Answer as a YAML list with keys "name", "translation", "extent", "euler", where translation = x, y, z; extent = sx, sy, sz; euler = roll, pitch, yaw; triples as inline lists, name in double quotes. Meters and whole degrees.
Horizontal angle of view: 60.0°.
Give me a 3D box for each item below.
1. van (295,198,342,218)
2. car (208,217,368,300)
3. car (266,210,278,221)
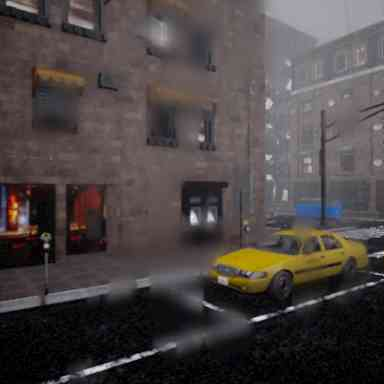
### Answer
- name: "van"
  translation: [11.093, 1.437, 29.369]
  extent: [1.690, 1.788, 3.998]
  euler: [0, 0, -36]
- name: "car"
  translation: [2.619, 1.566, 8.451]
  extent: [4.829, 1.417, 1.752]
  euler: [0, -1, -36]
- name: "car"
  translation: [4.305, 1.546, 24.452]
  extent: [1.967, 1.590, 4.097]
  euler: [0, 0, -36]
